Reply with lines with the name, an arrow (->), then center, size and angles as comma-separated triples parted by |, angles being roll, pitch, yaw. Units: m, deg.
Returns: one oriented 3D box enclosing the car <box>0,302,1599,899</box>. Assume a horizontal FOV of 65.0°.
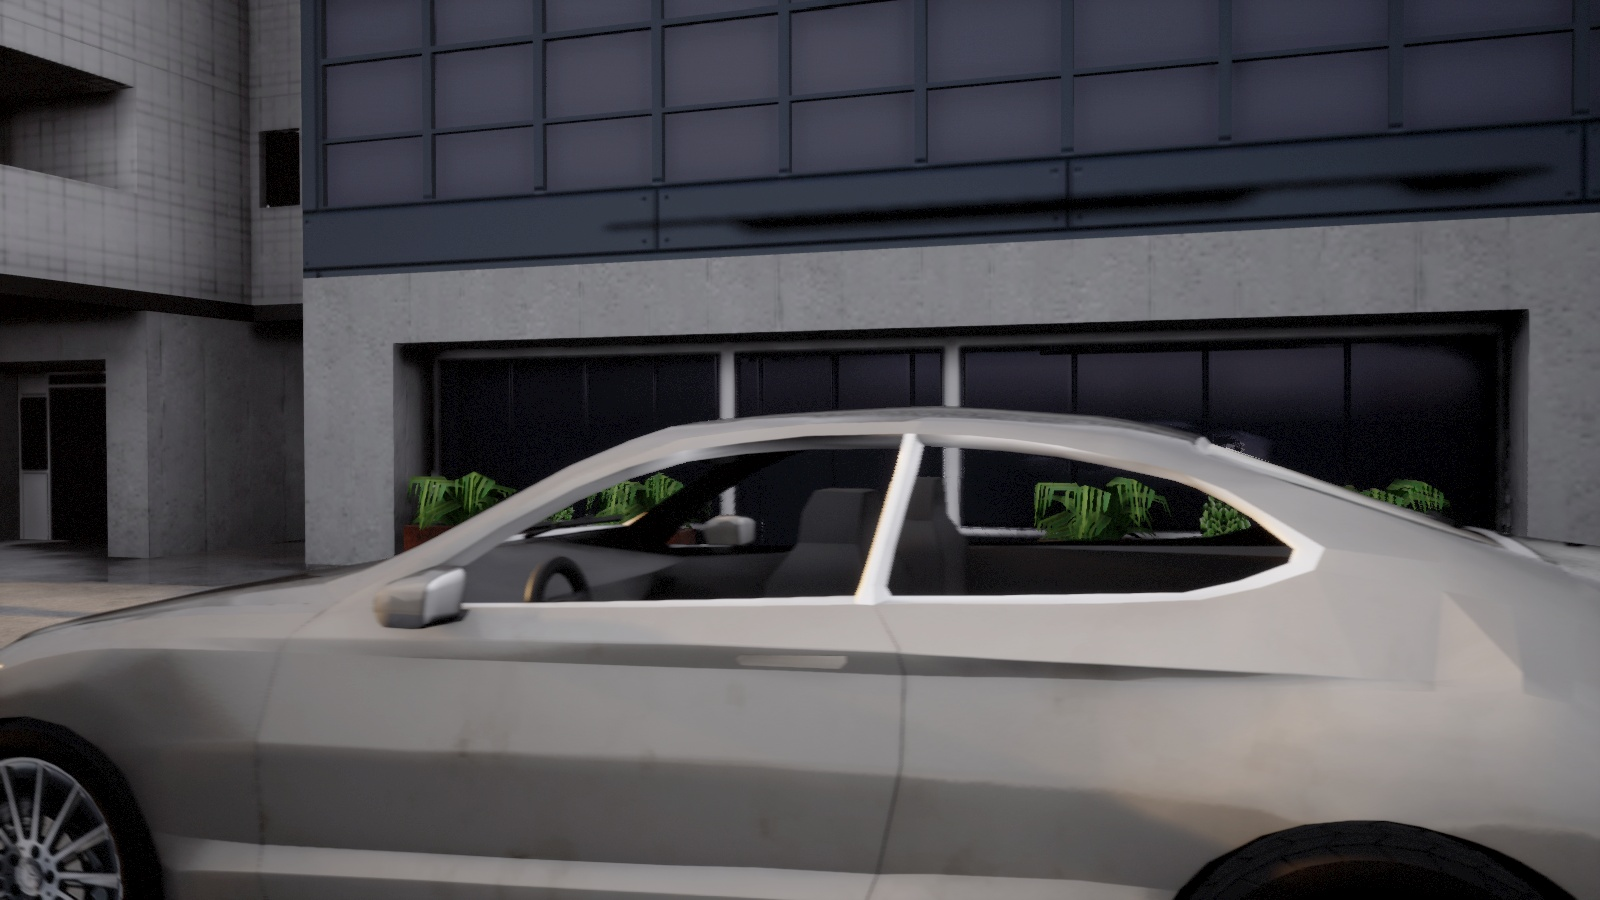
car -> -0.126, 0.545, 3.757 | 5.027, 1.651, 2.152 | 1, 1, 19
